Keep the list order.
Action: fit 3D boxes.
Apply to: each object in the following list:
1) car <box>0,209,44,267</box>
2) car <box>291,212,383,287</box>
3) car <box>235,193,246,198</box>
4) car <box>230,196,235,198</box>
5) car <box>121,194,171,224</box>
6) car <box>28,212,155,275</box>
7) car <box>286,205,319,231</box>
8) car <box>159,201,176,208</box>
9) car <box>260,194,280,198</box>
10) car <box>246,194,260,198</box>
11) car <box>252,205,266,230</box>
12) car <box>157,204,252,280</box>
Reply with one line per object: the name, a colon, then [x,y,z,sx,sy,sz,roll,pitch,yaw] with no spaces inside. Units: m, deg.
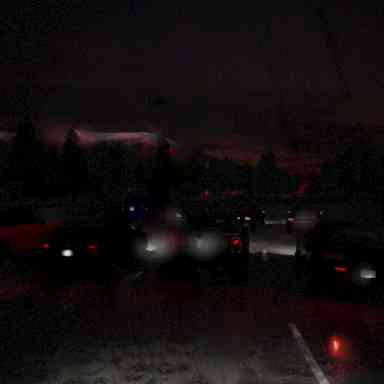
car: [-6.239,1.332,11.287,2.097,1.767,4.553,0,0,12]
car: [3.987,1.507,9.055,1.812,1.442,4.674,0,0,10]
car: [12.187,1.333,70.973,5.008,1.535,1.882,0,0,-37]
car: [10.450,1.204,74.034,4.553,1.767,2.097,0,0,-37]
car: [-2.911,1.175,24.004,2.150,2.045,5.566,0,0,21]
car: [-2.836,1.542,10.502,1.994,1.385,4.181,0,0,11]
car: [6.750,1.506,19.945,2.033,1.411,5.357,0,0,21]
car: [0.067,1.503,22.051,2.033,1.411,5.357,0,0,21]
car: [16.009,1.391,65.087,4.674,1.442,1.812,0,0,-36]
car: [13.967,1.216,67.957,4.553,1.767,2.097,0,0,-37]
car: [3.407,1.504,20.997,2.033,1.411,5.357,0,0,21]
car: [0.658,1.331,10.134,2.097,1.767,4.553,0,0,10]
